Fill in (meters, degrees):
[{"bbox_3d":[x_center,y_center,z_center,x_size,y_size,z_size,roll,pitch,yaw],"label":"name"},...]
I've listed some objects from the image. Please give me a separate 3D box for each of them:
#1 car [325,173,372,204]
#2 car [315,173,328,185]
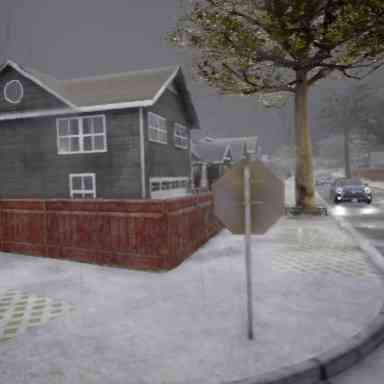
[{"bbox_3d":[10.363,-0.205,22.050,2.097,1.767,4.553,-1,3,17],"label":"car"},{"bbox_3d":[15.480,-1.490,38.906,2.097,1.767,4.553,-1,3,17],"label":"car"}]
